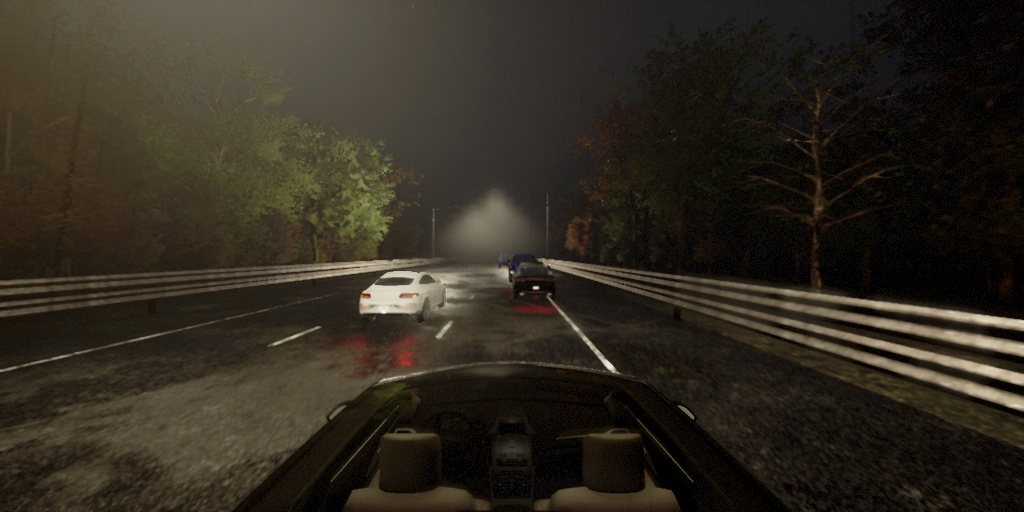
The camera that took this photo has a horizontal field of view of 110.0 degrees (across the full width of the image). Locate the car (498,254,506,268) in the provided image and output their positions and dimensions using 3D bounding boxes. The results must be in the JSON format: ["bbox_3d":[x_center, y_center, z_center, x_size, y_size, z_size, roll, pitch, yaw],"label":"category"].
[{"bbox_3d":[-0.867,0.738,52.168,2.150,2.045,5.566,0,0,-2],"label":"car"}]

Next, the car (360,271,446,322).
[{"bbox_3d":[-3.441,1.213,11.907,1.812,1.442,4.674,0,0,0],"label":"car"}]

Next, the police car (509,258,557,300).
[{"bbox_3d":[0.954,1.082,17.324,1.930,1.638,5.238,0,0,-1],"label":"police car"}]

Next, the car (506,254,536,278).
[{"bbox_3d":[0.810,0.832,27.307,2.150,2.045,5.566,0,0,-1],"label":"car"}]
